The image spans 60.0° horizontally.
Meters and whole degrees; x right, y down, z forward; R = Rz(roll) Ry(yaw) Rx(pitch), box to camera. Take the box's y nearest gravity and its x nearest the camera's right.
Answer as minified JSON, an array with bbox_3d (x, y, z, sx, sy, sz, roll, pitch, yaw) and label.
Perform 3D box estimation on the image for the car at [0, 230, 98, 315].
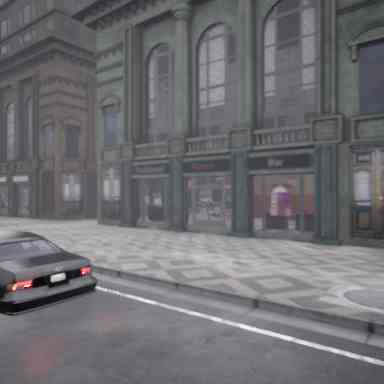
[{"bbox_3d":[-4.396,1.586,7.435,5.357,1.411,2.033,0,0,37],"label":"car"}]
